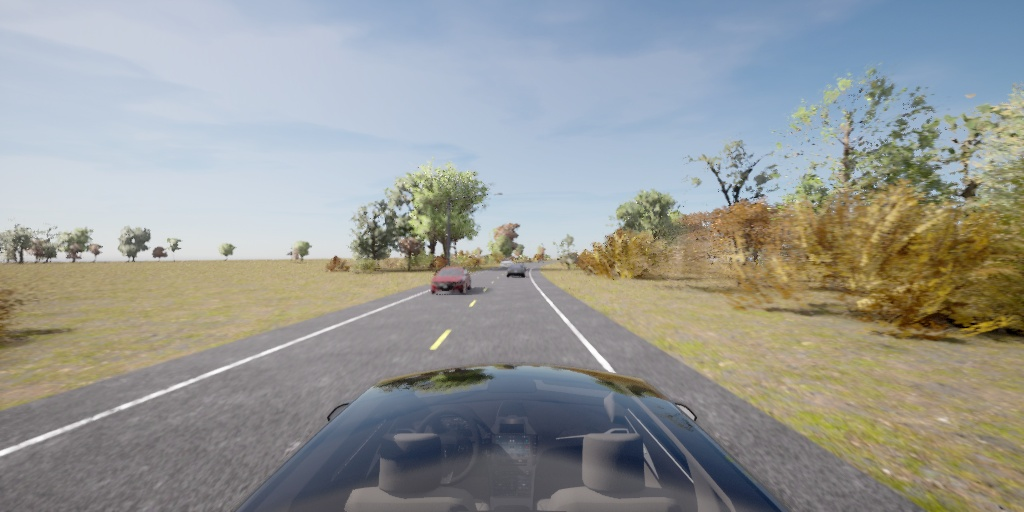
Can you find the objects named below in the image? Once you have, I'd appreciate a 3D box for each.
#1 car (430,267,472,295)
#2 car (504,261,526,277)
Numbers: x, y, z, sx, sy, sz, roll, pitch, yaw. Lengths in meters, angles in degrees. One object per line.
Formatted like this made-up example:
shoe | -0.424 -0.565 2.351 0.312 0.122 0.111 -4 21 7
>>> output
car | -3.580 1.410 21.760 1.882 1.535 5.008 0 0 0
car | 0.477 1.629 40.583 1.994 1.385 4.181 0 0 2
